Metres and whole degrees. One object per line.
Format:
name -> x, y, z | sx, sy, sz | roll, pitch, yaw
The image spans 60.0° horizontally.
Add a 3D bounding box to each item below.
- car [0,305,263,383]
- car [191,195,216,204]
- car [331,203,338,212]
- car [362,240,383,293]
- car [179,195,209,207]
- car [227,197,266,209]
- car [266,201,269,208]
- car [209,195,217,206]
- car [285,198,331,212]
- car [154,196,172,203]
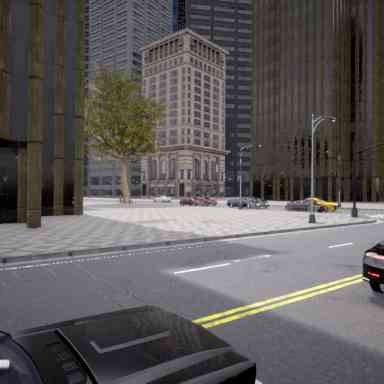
car -> -1.706, 1.601, 2.224 | 4.718, 1.301, 1.895 | 0, 0, -36
car -> 2.172, 1.399, 63.233 | 2.097, 1.767, 4.553 | 1, 0, -42
car -> 14.395, 1.463, 38.573 | 1.882, 1.535, 5.008 | 1, 0, -38
car -> 5.816, 1.492, 7.584 | 4.902, 1.511, 2.128 | 0, 0, -35
car -> -0.027, 1.476, 50.839 | 1.812, 1.442, 4.674 | 1, 0, -41
car -> 6.655, 1.444, 42.986 | 2.128, 1.511, 4.902 | 1, 0, -40
car -> 8.414, 1.477, 45.945 | 2.128, 1.511, 4.902 | 1, 0, -40
car -> 1.914, 1.508, 53.541 | 1.812, 1.442, 4.674 | 1, 0, -41
car -> 12.245, 1.517, 36.038 | 1.994, 1.385, 4.181 | 1, 0, -39
car -> -6.367, 1.570, 72.132 | 1.812, 1.442, 4.674 | 1, -1, -45
